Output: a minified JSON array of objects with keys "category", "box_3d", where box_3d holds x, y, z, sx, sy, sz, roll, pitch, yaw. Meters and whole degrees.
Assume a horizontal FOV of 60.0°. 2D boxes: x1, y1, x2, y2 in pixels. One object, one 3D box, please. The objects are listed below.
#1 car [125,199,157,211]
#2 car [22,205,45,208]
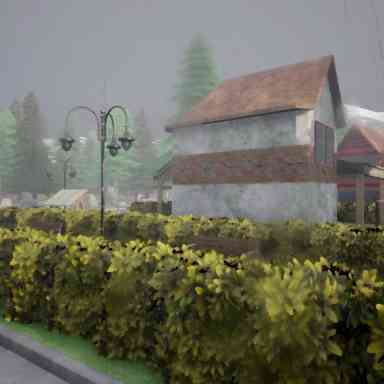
[{"category":"car","box_3d":[-5.812,1.640,39.981,1.882,1.535,5.008,0,1,37]},{"category":"car","box_3d":[-14.073,1.763,28.636,1.895,1.301,4.718,0,0,36]}]
